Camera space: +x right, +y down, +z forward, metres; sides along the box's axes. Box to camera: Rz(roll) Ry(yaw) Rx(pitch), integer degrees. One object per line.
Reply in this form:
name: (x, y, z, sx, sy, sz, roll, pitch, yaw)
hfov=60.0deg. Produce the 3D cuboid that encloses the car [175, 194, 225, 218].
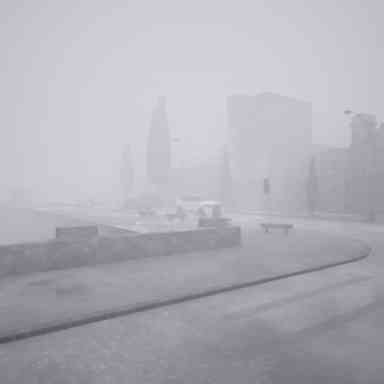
car: (0.577, 1.213, 30.454, 2.150, 2.045, 5.566, 0, 0, -36)

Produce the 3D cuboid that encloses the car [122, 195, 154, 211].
car: (-6.975, 1.496, 41.039, 1.837, 1.490, 4.892, 0, 0, -36)

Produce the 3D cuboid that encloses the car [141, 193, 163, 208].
car: (-6.295, 1.211, 47.297, 2.150, 2.045, 5.566, 0, 0, -36)

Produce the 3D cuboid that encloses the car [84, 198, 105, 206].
car: (-15.868, 1.606, 53.646, 2.033, 1.411, 5.357, 0, 0, -36)
